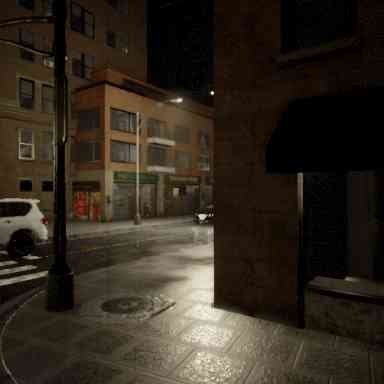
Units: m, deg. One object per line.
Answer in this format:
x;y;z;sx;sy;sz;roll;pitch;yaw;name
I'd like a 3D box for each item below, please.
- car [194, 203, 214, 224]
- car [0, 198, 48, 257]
2.078;1.545;24.470;2.128;1.511;4.902;0;0;35;car
-7.602;1.234;10.871;2.150;2.045;5.566;0;0;35;car
